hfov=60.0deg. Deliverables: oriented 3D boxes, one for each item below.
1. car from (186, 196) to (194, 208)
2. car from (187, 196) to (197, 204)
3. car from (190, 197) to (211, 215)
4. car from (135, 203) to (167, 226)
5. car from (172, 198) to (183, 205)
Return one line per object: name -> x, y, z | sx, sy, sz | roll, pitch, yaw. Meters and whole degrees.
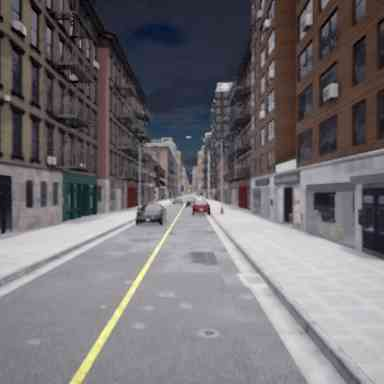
car -> -0.024, 1.710, 53.276 | 1.812, 1.442, 4.674 | 0, 0, 0
car -> -0.032, 1.684, 71.654 | 2.128, 1.511, 4.902 | 0, 0, 0
car -> 0.946, 1.588, 35.074 | 1.882, 1.535, 5.008 | 0, 0, 0
car -> -2.860, 1.548, 24.108 | 1.882, 1.535, 5.008 | 0, 0, 0
car -> -2.792, 1.822, 65.720 | 1.994, 1.385, 4.181 | 0, 0, 0
